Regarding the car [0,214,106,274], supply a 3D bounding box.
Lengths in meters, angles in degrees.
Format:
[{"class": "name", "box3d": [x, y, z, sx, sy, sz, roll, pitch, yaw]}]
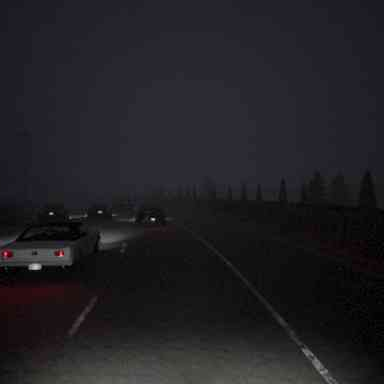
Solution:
[{"class": "car", "box3d": [-4.201, 1.605, 10.636, 1.895, 1.301, 4.718, 0, 0, -6]}]

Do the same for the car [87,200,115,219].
[{"class": "car", "box3d": [-7.937, 1.567, 28.553, 1.994, 1.385, 4.181, 0, 0, -17]}]

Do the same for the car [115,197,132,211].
[{"class": "car", "box3d": [-8.514, 1.349, 40.481, 2.097, 1.767, 4.553, 0, 0, -22]}]

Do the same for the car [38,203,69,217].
[{"class": "car", "box3d": [-10.997, 1.575, 26.609, 1.994, 1.385, 4.181, 0, 0, -16]}]

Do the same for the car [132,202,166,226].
[{"class": "car", "box3d": [-3.052, 1.500, 23.783, 1.837, 1.490, 4.892, 0, 0, -13]}]
